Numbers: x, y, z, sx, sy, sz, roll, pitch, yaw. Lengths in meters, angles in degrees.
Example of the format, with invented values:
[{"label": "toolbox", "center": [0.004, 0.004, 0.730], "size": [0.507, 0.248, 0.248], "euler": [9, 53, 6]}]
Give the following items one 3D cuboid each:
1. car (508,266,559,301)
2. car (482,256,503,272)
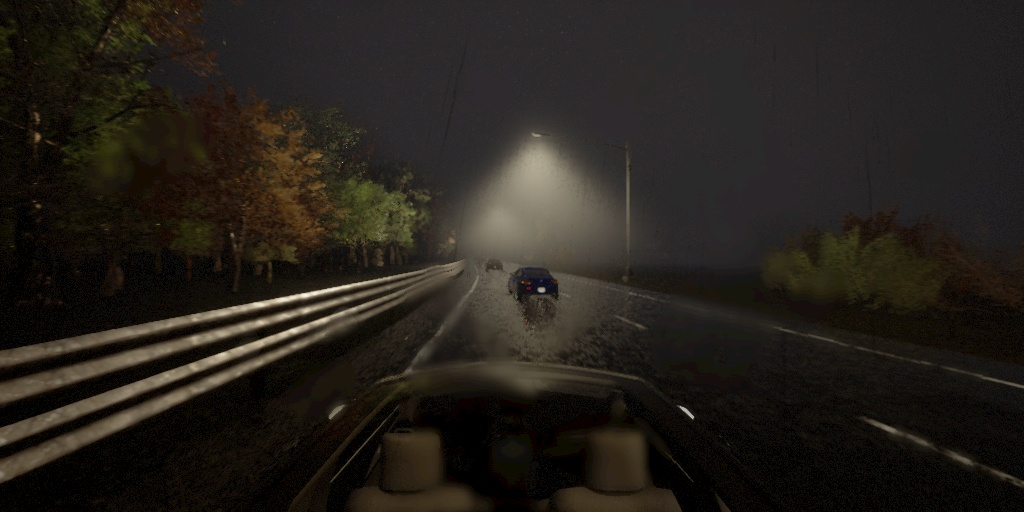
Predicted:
[{"label": "car", "center": [0.922, 1.195, 16.845], "size": [1.812, 1.442, 4.674], "euler": [0, 0, -7]}, {"label": "car", "center": [-2.114, 1.000, 40.966], "size": [1.882, 1.535, 5.008], "euler": [0, 0, -7]}]
